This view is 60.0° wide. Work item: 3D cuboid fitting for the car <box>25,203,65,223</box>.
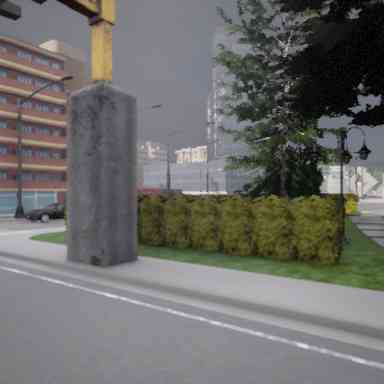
[{"bbox_3d":[-11.213,1.643,27.724,1.882,1.535,5.008,0,0,36],"label":"car"}]
